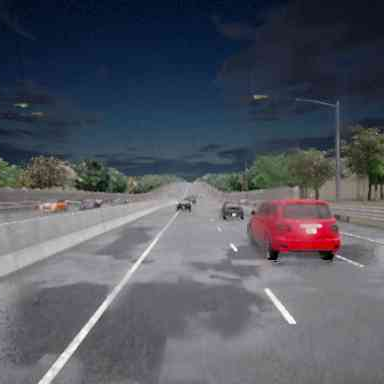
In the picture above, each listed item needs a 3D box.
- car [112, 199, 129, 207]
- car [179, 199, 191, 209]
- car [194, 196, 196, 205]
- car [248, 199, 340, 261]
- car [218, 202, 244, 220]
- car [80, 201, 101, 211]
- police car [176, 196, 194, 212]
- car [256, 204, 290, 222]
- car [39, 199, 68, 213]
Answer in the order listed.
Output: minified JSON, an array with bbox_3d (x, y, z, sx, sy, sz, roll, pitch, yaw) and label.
[{"bbox_3d":[-10.564,1.896,49.413,1.837,1.490,4.892,0,-1,0],"label":"car"},{"bbox_3d":[-1.050,1.928,54.322,1.882,1.535,5.008,0,-1,0],"label":"car"},{"bbox_3d":[-0.001,2.161,78.827,1.882,1.535,5.008,0,-1,0],"label":"car"},{"bbox_3d":[3.601,1.290,12.730,2.150,2.045,5.566,0,0,0],"label":"car"},{"bbox_3d":[3.600,1.712,30.774,1.837,1.490,4.892,0,-1,0],"label":"car"},{"bbox_3d":[-14.072,1.920,46.269,1.994,1.385,4.181,0,-1,0],"label":"car"},{"bbox_3d":[-1.050,1.760,44.424,1.930,1.638,5.238,0,-1,0],"label":"police car"},{"bbox_3d":[7.100,1.798,29.640,1.895,1.301,4.718,0,0,0],"label":"car"},{"bbox_3d":[-17.583,1.664,42.417,2.097,1.767,4.553,0,-1,0],"label":"car"}]
